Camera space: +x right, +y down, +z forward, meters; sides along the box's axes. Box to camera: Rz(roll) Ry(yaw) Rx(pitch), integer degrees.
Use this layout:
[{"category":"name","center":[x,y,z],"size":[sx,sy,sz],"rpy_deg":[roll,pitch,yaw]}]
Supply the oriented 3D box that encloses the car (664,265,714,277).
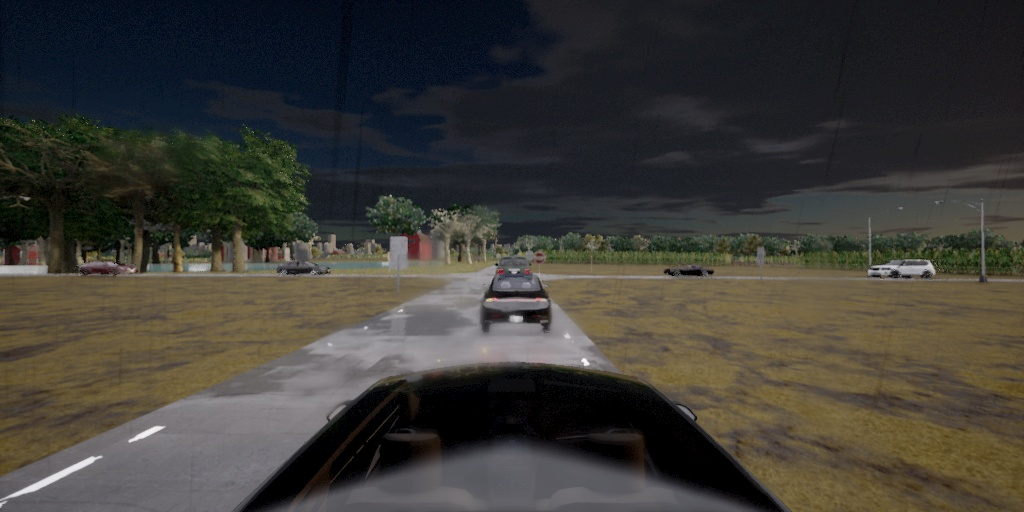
[{"category":"car","center":[18.881,1.610,38.481],"size":[4.718,1.301,1.895],"rpy_deg":[0,-1,0]}]

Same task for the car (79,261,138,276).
[{"category":"car","center":[-40.083,1.228,35.648],"size":[4.674,1.442,1.812],"rpy_deg":[0,-1,0]}]

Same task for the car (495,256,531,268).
[{"category":"car","center":[0.074,1.037,23.161],"size":[2.150,2.045,5.566],"rpy_deg":[0,0,-1]}]

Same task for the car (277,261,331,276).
[{"category":"car","center":[-20.608,1.240,35.596],"size":[4.892,1.490,1.837],"rpy_deg":[0,-1,0]}]

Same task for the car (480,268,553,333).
[{"category":"car","center":[0.116,1.272,10.866],"size":[2.128,1.511,4.902],"rpy_deg":[0,0,0]}]

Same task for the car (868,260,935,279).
[{"category":"car","center":[41.699,1.433,38.411],"size":[5.566,2.045,2.150],"rpy_deg":[1,-1,0]}]
